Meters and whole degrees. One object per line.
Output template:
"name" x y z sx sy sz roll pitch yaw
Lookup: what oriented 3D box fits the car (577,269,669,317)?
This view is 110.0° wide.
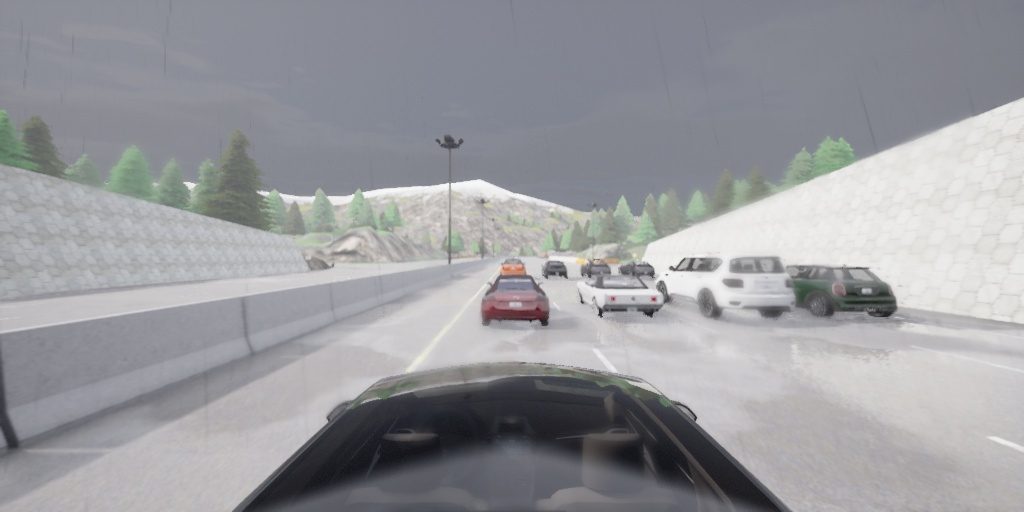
"car" 3.598 1.302 12.929 1.895 1.301 4.718 0 0 0

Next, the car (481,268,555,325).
"car" 0.097 1.271 11.689 1.994 1.385 4.181 0 0 0

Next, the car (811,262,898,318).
"car" 10.598 1.054 12.824 2.097 1.767 4.553 0 0 0

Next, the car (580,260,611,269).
"car" 7.093 1.115 30.757 2.128 1.511 4.902 0 0 0

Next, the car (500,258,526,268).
"car" 0.092 0.977 30.501 2.097 1.767 4.553 0 0 0

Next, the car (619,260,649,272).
"car" 10.593 1.116 30.755 2.128 1.511 4.902 0 0 0

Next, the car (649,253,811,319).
"car" 7.098 0.924 12.679 2.150 2.045 5.566 0 0 0

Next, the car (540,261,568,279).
"car" 3.594 1.128 30.820 1.837 1.490 4.892 0 0 0
